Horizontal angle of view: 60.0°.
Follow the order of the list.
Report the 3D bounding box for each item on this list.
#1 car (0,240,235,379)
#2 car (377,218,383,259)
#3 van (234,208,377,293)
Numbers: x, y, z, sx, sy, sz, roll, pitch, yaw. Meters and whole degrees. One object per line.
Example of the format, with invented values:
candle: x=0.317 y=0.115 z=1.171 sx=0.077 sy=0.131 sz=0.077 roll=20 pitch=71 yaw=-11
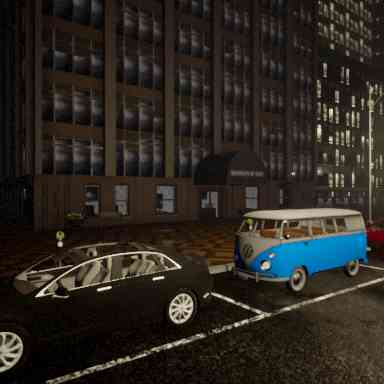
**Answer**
car: x=-1.659 y=1.551 z=5.377 sx=4.403 sy=1.369 sz=2.008 roll=0 pitch=0 yaw=-35
car: x=7.348 y=1.545 z=11.771 sx=4.507 sy=1.381 sz=1.887 roll=0 pitch=0 yaw=-35
van: x=2.843 y=1.341 z=8.574 sx=3.998 sy=1.788 sz=1.690 roll=0 pitch=0 yaw=-35
